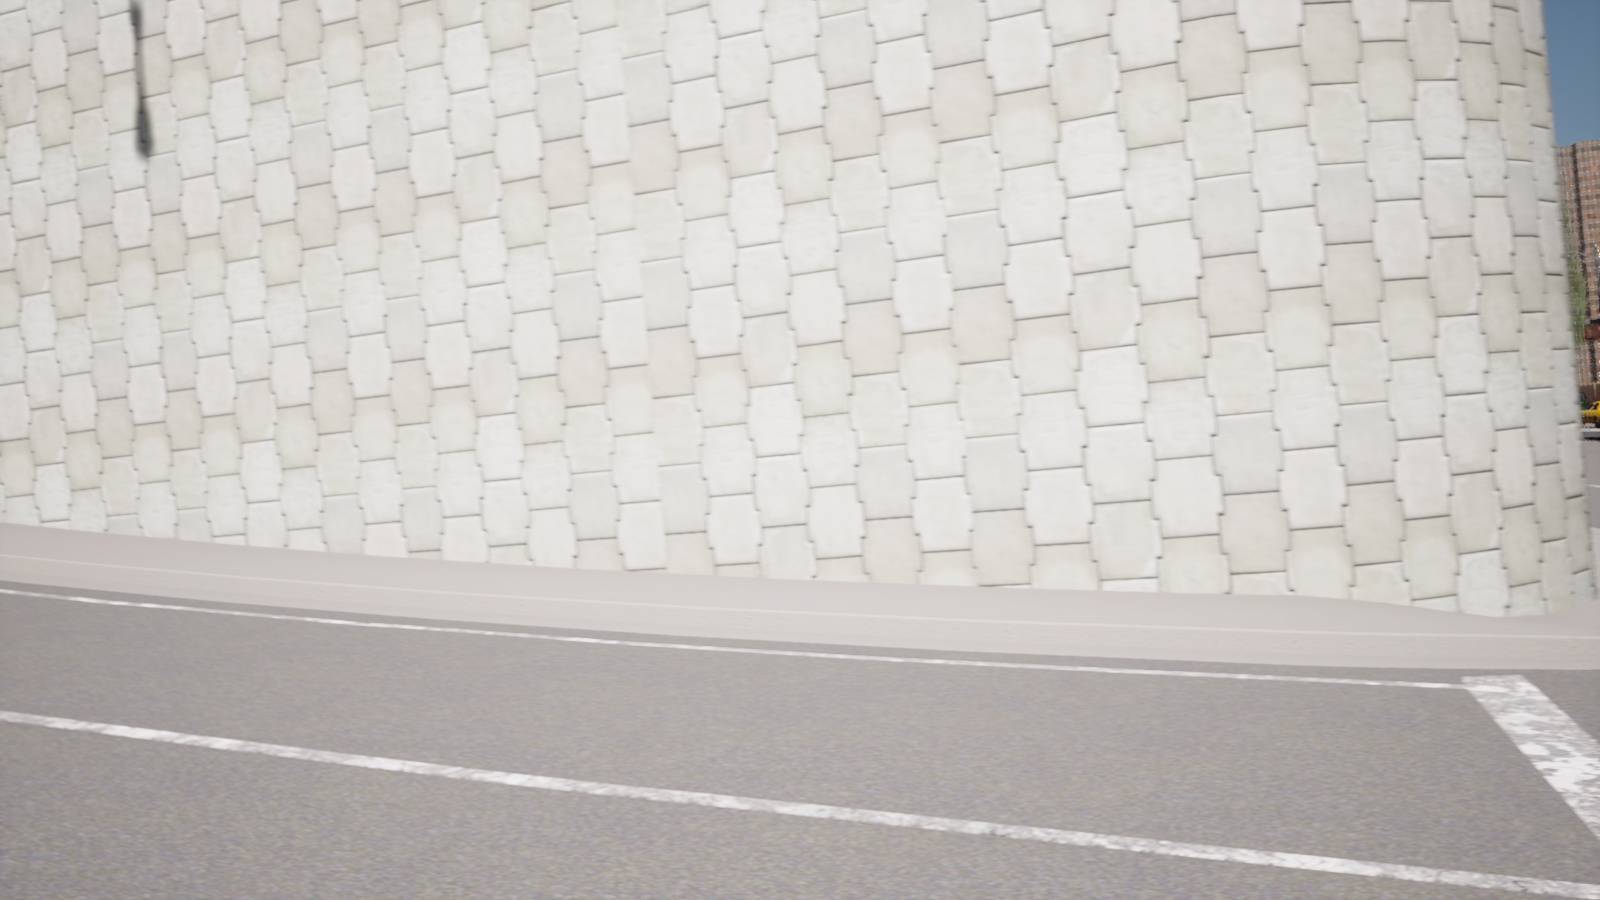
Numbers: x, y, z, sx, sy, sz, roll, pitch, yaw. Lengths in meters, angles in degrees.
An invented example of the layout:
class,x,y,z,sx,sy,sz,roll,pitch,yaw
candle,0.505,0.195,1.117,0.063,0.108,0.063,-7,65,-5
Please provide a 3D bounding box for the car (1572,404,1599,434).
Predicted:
class,x,y,z,sx,sy,sz,roll,pitch,yaw
car,43.430,-1.723,67.642,1.801,1.575,5.366,-5,0,17
